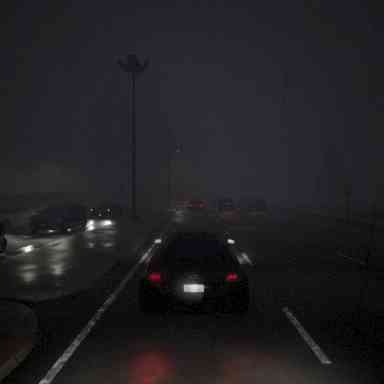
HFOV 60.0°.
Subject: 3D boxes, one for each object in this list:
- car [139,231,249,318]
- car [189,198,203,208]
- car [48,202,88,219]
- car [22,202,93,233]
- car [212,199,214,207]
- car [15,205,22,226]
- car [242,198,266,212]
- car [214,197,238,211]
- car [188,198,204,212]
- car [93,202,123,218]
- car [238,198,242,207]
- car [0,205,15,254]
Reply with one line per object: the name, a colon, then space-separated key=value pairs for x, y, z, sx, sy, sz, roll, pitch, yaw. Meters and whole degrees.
car: x=0.054 y=1.564 z=7.517 sx=1.994 sy=1.385 sz=4.181 roll=0 pitch=0 yaw=1
car: x=0.582 y=1.564 z=49.987 sx=1.994 sy=1.385 sz=4.181 roll=0 pitch=0 yaw=1
car: x=-11.160 y=1.601 z=30.308 sx=1.895 sy=1.301 sz=4.718 roll=0 pitch=0 yaw=1
car: x=-7.790 y=1.478 z=19.918 sx=1.882 sy=1.535 sz=5.008 roll=0 pitch=0 yaw=1
car: x=4.090 y=1.491 z=50.174 sx=2.128 sy=1.511 sz=4.902 roll=0 pitch=0 yaw=1
car: x=-11.285 y=1.526 z=20.369 sx=1.812 sy=1.442 sz=4.674 roll=0 pitch=0 yaw=1
car: x=7.462 y=1.478 z=39.229 sx=1.882 sy=1.535 sz=5.008 roll=0 pitch=0 yaw=1
car: x=3.977 y=1.505 z=39.847 sx=1.837 sy=1.490 sz=4.892 roll=0 pitch=0 yaw=1
car: x=0.470 y=1.547 z=39.638 sx=2.033 sy=1.411 sz=5.357 roll=0 pitch=0 yaw=1
car: x=-7.663 y=1.601 z=30.007 sx=1.895 sy=1.301 sz=4.718 roll=0 pitch=0 yaw=1
car: x=7.578 y=1.564 z=49.714 sx=1.994 sy=1.385 sz=4.181 roll=0 pitch=0 yaw=1
car: x=-7.973 y=1.351 z=10.504 sx=2.097 sy=1.767 sz=4.553 roll=0 pitch=0 yaw=1
